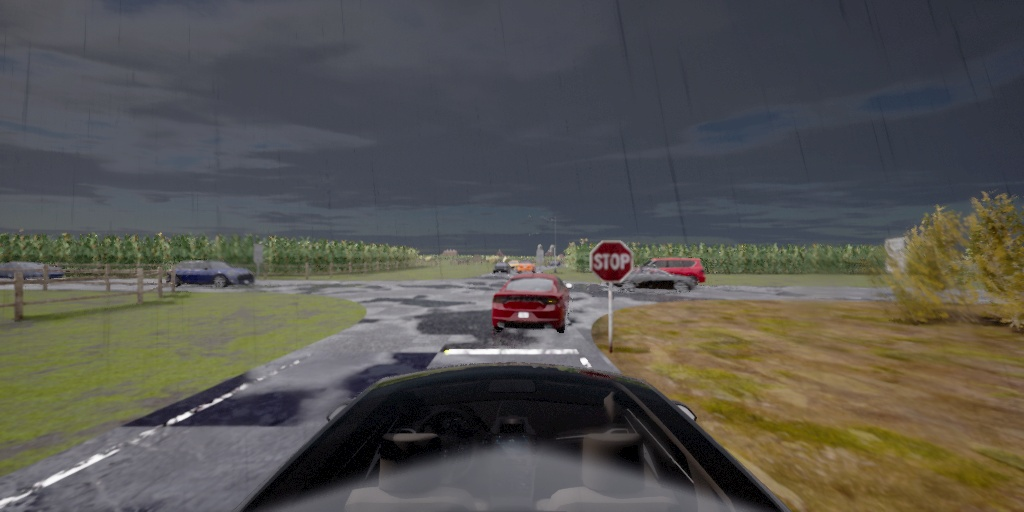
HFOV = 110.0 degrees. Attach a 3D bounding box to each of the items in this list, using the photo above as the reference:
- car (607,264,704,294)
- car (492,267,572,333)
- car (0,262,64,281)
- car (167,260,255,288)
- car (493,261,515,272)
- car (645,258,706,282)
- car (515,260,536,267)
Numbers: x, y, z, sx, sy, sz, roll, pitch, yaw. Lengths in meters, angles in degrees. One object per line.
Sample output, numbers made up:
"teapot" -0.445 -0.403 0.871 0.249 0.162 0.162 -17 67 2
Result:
"car" 8.069 1.387 21.037 4.902 1.511 2.128 0 0 5
"car" 0.769 1.271 11.032 1.882 1.535 5.008 0 0 11
"car" -37.686 1.164 27.392 5.357 1.411 2.033 0 0 3
"car" -19.018 1.073 22.826 4.553 1.767 2.097 0 0 3
"car" -1.177 1.515 45.169 2.033 1.411 5.357 0 0 6
"car" 10.209 1.156 24.578 5.566 2.045 2.150 0 0 5
"car" 1.973 1.330 47.159 2.097 1.767 4.553 0 0 8
